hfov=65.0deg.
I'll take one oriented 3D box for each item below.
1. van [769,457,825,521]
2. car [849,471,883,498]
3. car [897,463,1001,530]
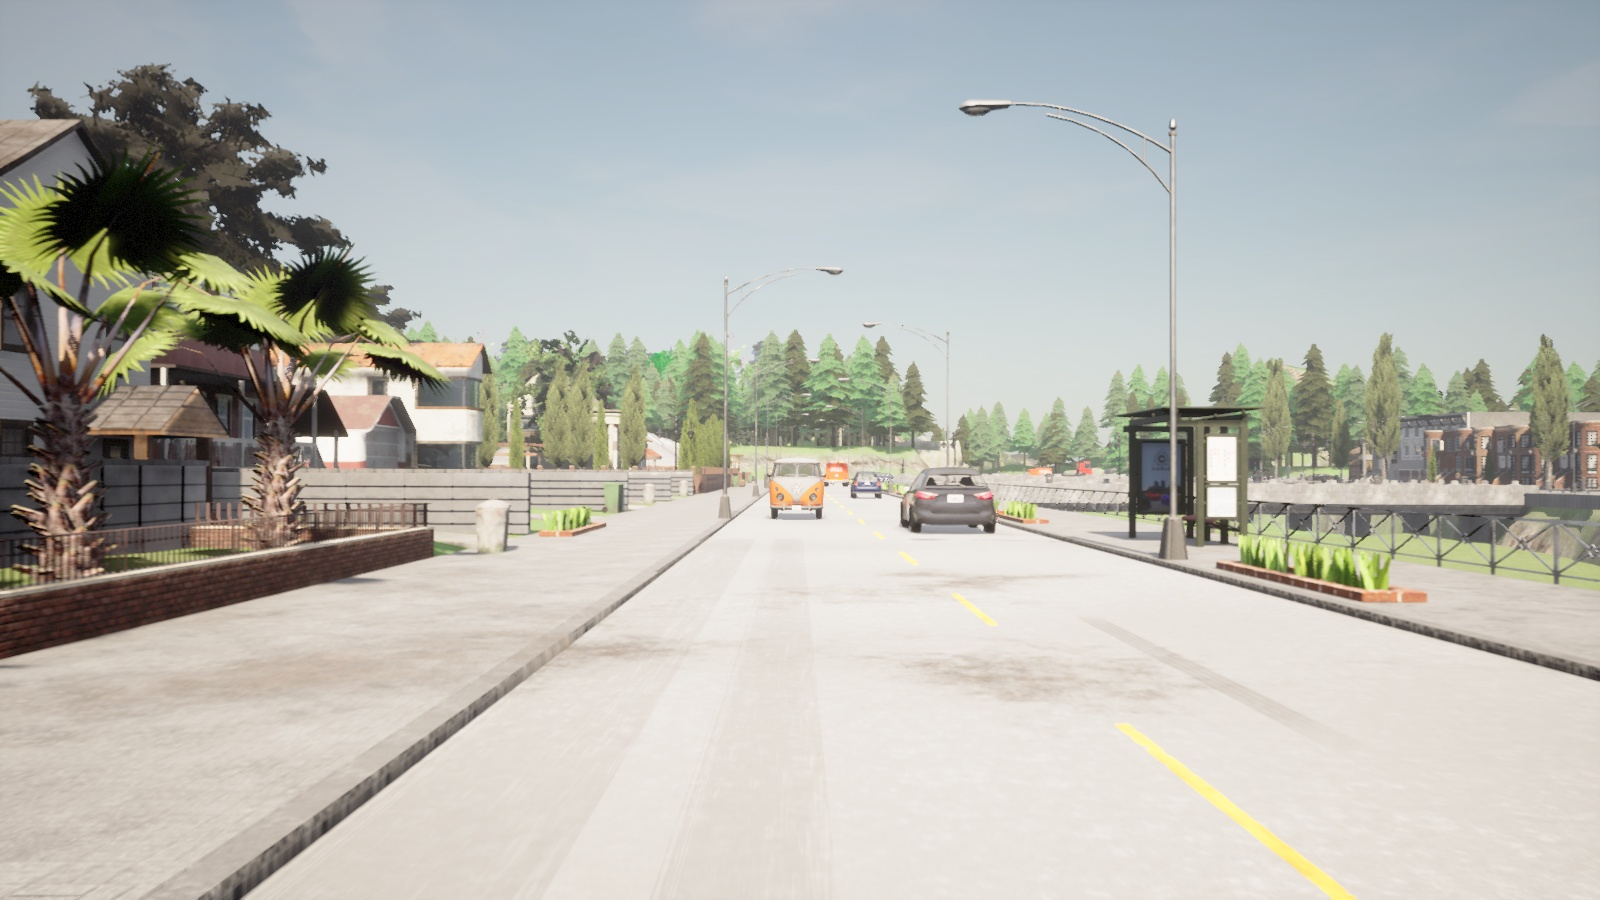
[{"bbox_3d":[-0.099,1.264,41.584,1.775,1.987,4.442,0,-1,0],"label":"van"},{"bbox_3d":[3.828,2.004,73.252,1.789,1.549,3.705,0,-1,0],"label":"car"},{"bbox_3d":[3.920,1.210,33.866,2.242,1.667,4.611,0,-1,0],"label":"car"}]
